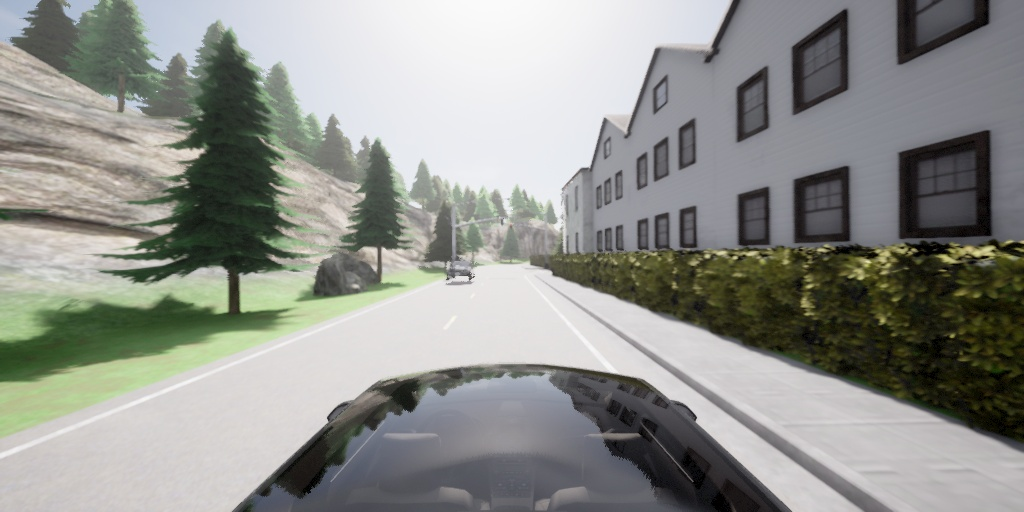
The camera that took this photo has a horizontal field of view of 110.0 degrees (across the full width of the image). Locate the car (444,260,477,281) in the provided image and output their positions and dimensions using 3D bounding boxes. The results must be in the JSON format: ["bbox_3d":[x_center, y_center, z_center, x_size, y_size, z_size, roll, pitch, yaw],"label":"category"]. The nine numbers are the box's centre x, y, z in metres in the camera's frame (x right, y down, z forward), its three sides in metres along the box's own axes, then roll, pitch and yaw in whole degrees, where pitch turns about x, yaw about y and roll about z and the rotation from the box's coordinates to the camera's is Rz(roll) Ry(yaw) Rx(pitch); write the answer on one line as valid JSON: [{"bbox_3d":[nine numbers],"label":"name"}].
[{"bbox_3d":[-3.902,1.021,27.767,1.812,1.442,4.674,-1,0,-1],"label":"car"}]
